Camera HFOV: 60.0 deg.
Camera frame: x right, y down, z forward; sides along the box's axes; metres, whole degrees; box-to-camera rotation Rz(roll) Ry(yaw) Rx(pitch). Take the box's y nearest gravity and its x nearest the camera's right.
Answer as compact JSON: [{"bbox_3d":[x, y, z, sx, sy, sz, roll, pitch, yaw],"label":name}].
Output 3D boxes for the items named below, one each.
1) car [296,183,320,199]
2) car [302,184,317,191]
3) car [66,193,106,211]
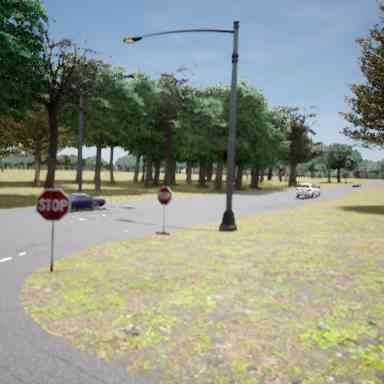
[{"bbox_3d":[16.562,-0.191,47.347,2.150,2.045,5.566,4,4,35],"label":"car"},{"bbox_3d":[25.243,-1.020,71.334,1.994,1.385,4.181,4,4,36],"label":"car"},{"bbox_3d":[-8.702,0.758,24.204,1.895,1.301,4.718,4,4,36],"label":"car"}]
